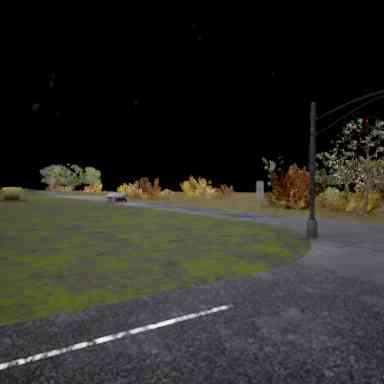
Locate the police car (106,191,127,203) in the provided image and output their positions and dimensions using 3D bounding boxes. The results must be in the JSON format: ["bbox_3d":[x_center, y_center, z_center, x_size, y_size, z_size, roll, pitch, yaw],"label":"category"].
[{"bbox_3d":[-11.303,0.714,49.976,1.930,1.638,5.238,1,0,-32],"label":"police car"}]
